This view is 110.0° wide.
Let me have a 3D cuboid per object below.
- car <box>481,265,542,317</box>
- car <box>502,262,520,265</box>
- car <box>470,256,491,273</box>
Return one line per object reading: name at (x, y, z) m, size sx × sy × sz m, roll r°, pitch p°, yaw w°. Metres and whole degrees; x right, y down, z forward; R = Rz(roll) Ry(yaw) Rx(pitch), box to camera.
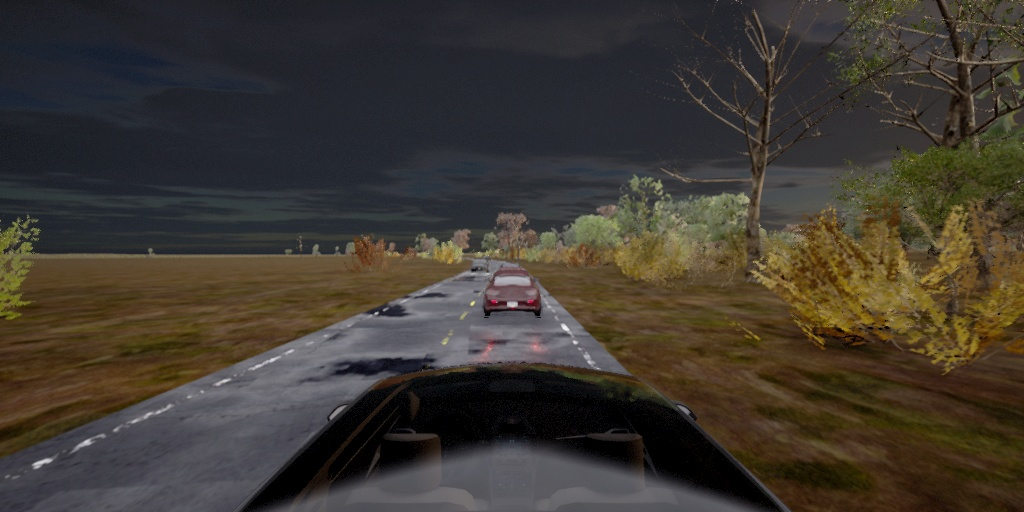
car at (0.004, 1.212, 12.693) m, size 1.812 × 1.442 × 4.674 m, roll 0°, pitch 1°, yaw 0°
car at (-0.117, 1.189, 29.768) m, size 1.895 × 1.301 × 4.718 m, roll 0°, pitch 0°, yaw 0°
car at (-3.424, 1.040, 39.175) m, size 1.837 × 1.490 × 4.892 m, roll 0°, pitch 0°, yaw -1°
